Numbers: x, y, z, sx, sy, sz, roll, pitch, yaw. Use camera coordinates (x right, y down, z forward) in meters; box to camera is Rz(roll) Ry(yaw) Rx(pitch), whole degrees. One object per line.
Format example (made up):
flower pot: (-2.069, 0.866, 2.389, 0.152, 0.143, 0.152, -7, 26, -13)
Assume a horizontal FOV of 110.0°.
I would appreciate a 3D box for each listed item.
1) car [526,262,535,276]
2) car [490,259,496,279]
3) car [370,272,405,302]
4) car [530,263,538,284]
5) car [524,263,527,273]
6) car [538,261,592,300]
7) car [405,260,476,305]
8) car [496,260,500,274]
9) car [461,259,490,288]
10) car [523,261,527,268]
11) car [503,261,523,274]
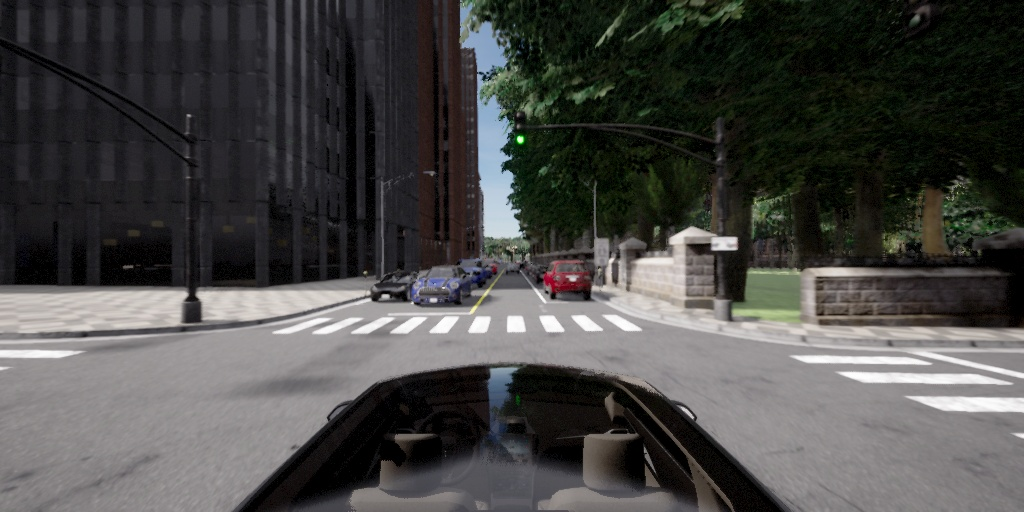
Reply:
car: (2.756, 1.562, 34.928, 2.007, 1.370, 4.403, 0, 0, 0)
car: (-3.106, 1.441, 36.925, 2.097, 1.767, 4.553, -1, -1, 0)
car: (-5.765, 1.503, 18.548, 1.948, 1.339, 4.313, 0, 0, 0)
car: (2.757, 1.524, 29.472, 1.948, 1.339, 4.313, 0, 0, 0)
car: (2.755, 1.615, 40.385, 2.007, 1.370, 4.403, 0, 0, 0)
car: (2.760, 1.167, 18.560, 2.192, 1.841, 5.009, 0, 0, 0)
car: (-3.175, 1.248, 16.984, 2.097, 1.767, 4.553, -1, -1, 1)
car: (-3.073, 1.413, 47.432, 2.150, 2.045, 5.566, -1, -1, 0)
car: (-3.111, 1.211, 26.744, 2.150, 2.045, 5.566, -1, -1, 0)
car: (2.754, 1.558, 45.841, 1.967, 1.591, 4.097, 0, 0, 0)
car: (0.077, 1.721, 48.848, 2.033, 1.411, 5.357, -1, -1, 0)
